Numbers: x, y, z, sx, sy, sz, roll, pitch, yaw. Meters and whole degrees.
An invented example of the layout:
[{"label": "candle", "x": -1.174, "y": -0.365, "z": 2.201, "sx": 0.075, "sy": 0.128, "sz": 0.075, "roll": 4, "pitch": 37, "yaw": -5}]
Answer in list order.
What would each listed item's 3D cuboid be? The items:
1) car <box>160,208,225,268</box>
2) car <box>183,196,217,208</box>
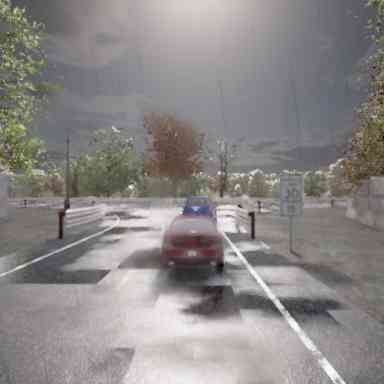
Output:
[{"label": "car", "x": 0.037, "y": 1.534, "z": 11.512, "sx": 1.882, "sy": 1.535, "sz": 5.008, "roll": 0, "pitch": 0, "yaw": 1}, {"label": "car", "x": 0.698, "y": 1.350, "z": 26.204, "sx": 2.150, "sy": 2.045, "sz": 5.566, "roll": 0, "pitch": 0, "yaw": 9}]
